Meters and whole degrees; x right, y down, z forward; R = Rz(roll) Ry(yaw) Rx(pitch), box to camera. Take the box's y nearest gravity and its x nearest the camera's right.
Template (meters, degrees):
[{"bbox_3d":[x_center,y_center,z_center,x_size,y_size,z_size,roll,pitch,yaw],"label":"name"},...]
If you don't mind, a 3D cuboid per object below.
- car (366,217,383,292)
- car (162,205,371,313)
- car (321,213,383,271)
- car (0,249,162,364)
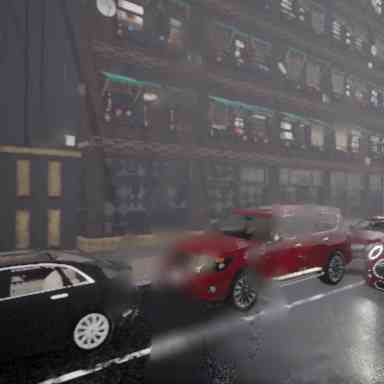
[{"bbox_3d":[5.947,1.289,7.633,4.553,1.767,2.097,0,0,-36],"label":"car"},{"bbox_3d":[1.753,1.275,7.800,5.009,1.841,2.192,0,1,-36],"label":"car"},{"bbox_3d":[6.365,1.503,11.104,4.206,1.307,1.802,0,1,-36],"label":"car"},{"bbox_3d":[-2.860,1.550,4.506,4.403,1.369,2.008,0,1,-36],"label":"car"}]
